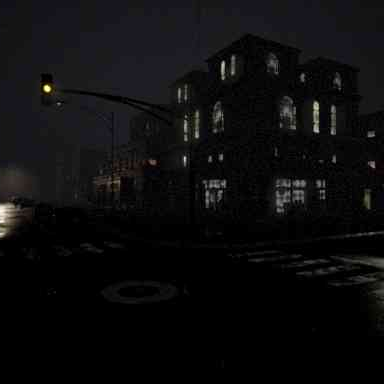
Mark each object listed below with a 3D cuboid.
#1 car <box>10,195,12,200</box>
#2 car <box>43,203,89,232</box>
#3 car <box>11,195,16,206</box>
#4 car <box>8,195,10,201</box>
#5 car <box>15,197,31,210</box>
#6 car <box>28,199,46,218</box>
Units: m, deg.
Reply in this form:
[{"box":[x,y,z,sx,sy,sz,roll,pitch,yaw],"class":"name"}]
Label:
[{"box":[-30.119,1.568,57.961,2.008,1.369,4.403,0,0,-31],"class":"car"},{"box":[-7.474,1.569,20.032,1.947,1.339,4.313,0,0,-31],"class":"car"},{"box":[-27.287,1.455,53.220,1.967,1.590,4.097,0,0,-31],"class":"car"},{"box":[-35.780,1.606,67.443,1.802,1.307,4.206,0,0,-31],"class":"car"},{"box":[-21.627,1.561,43.737,2.008,1.369,4.403,0,0,-31],"class":"car"},{"box":[-13.134,1.587,29.513,1.802,1.307,4.206,0,0,-31],"class":"car"}]
